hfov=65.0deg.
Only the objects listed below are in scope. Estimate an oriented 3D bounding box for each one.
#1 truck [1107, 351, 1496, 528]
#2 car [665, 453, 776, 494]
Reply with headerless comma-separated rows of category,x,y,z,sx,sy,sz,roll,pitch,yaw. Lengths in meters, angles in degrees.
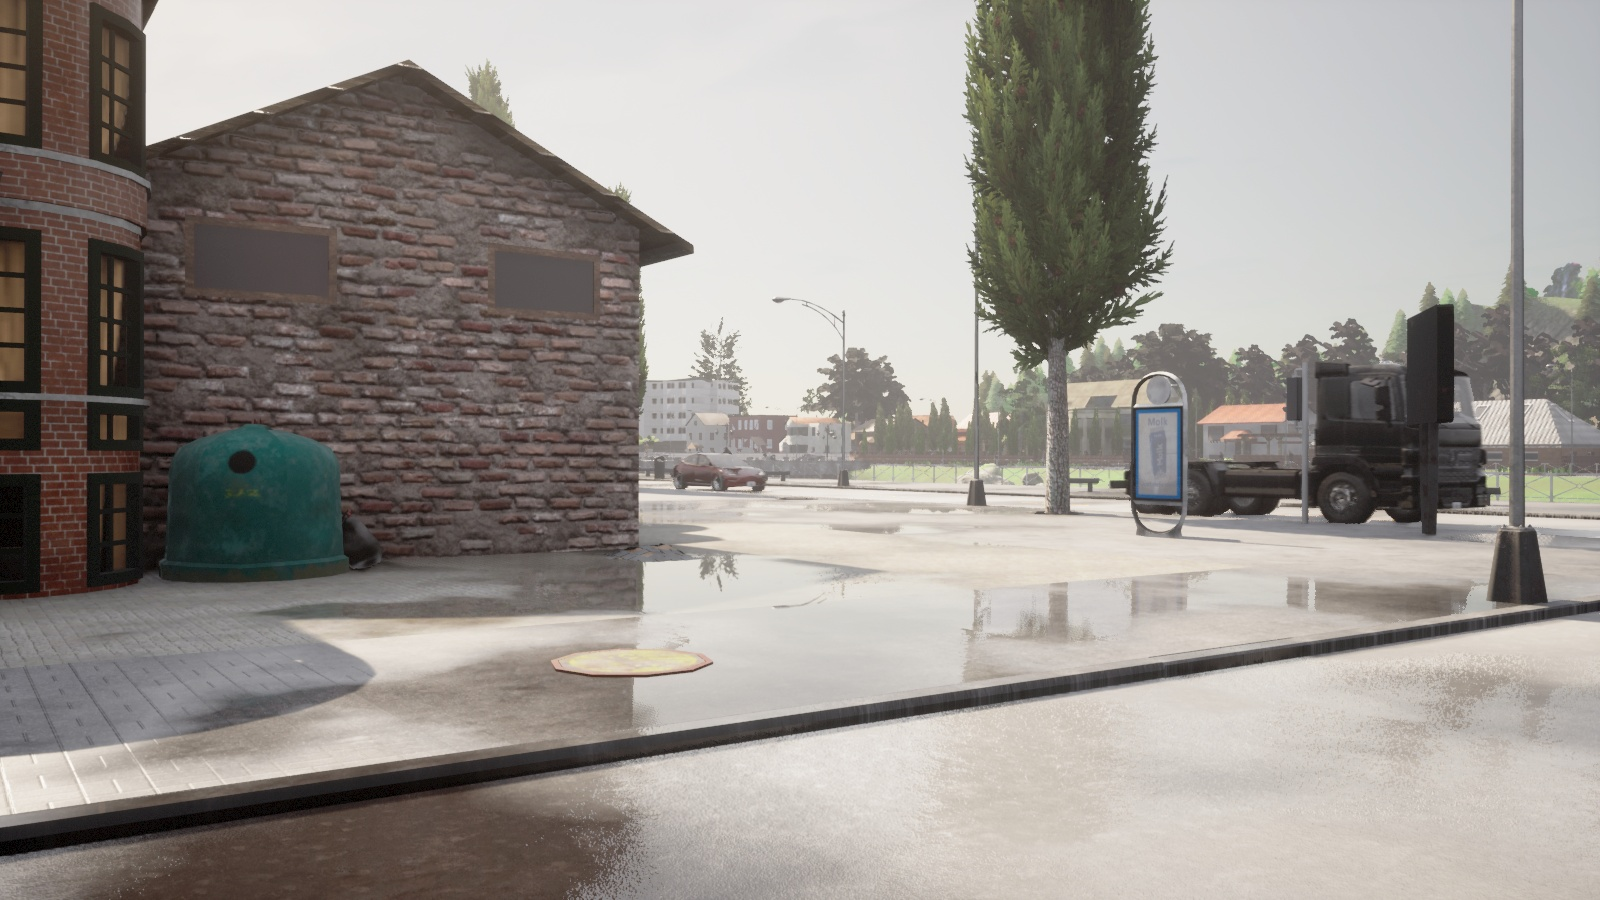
truck,11.024,-0.191,28.554,2.891,3.462,7.936,0,0,-35
car,-3.159,0.871,48.903,2.163,1.488,4.792,0,0,-35
